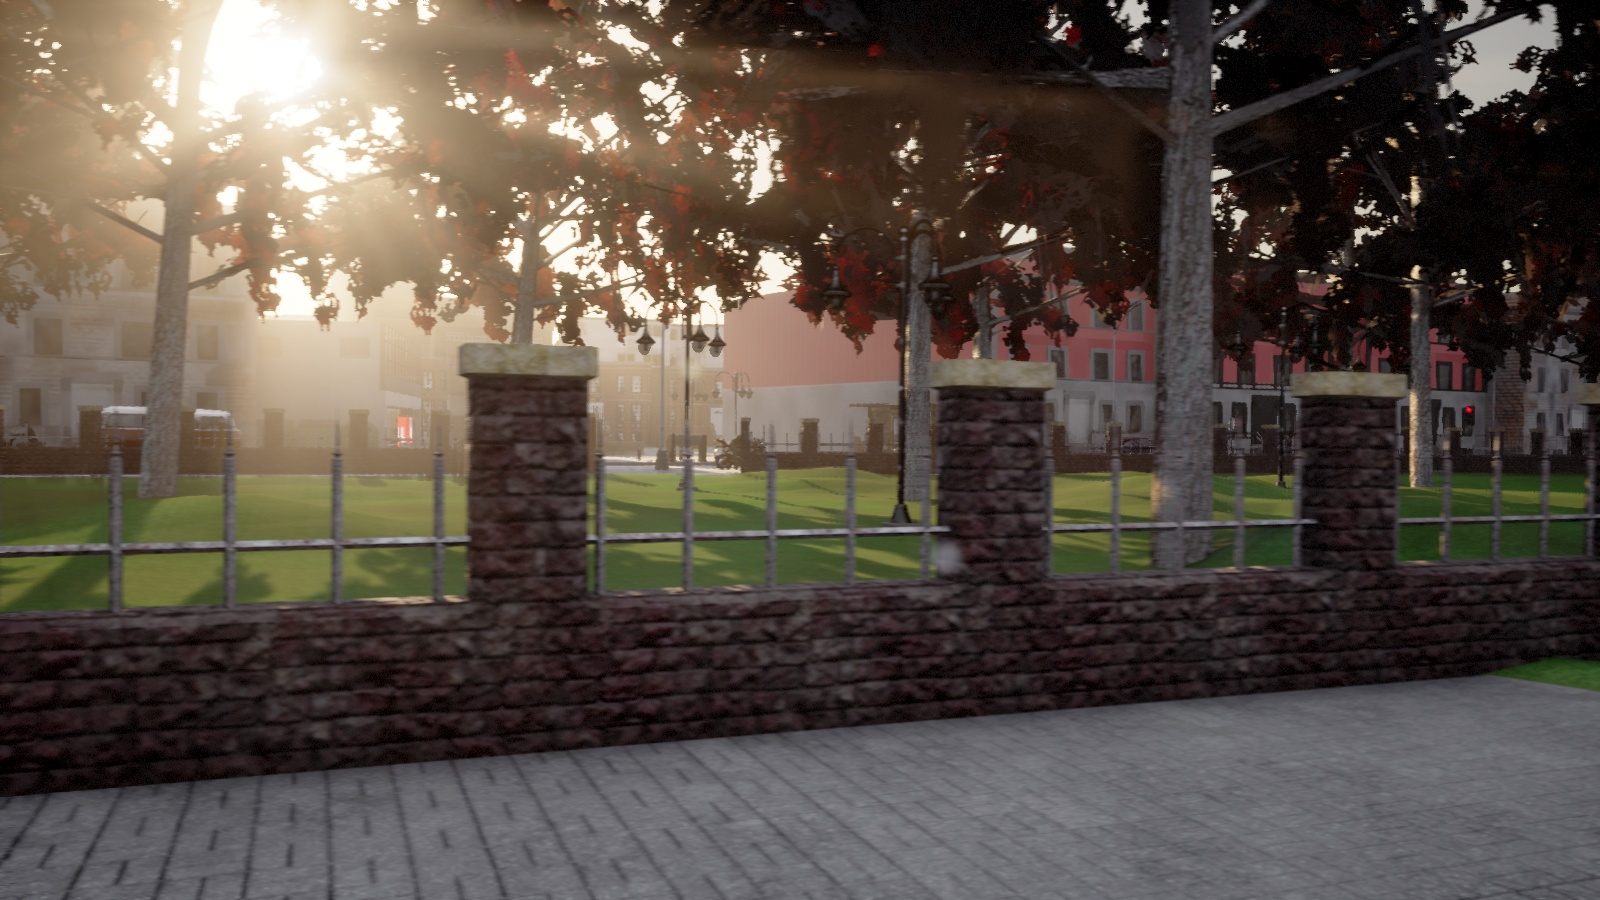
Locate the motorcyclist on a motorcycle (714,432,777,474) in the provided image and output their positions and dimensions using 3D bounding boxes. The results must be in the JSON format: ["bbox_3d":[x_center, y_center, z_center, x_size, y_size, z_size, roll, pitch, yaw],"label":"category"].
[{"bbox_3d":[-2.038,0.084,47.251,2.191,1.530,0.866,-1,1,-21],"label":"motorcyclist on a motorcycle"}]

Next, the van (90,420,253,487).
[{"bbox_3d":[-20.056,0.077,40.292,4.480,2.038,2.069,-1,1,-21],"label":"van"}]

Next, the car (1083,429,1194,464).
[{"bbox_3d":[14.445,-0.169,53.613,4.181,1.385,1.994,-1,1,-20],"label":"car"}]

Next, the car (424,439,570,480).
[{"bbox_3d":[-10.611,0.296,43.947,4.718,1.301,1.895,-1,1,-21],"label":"car"}]
